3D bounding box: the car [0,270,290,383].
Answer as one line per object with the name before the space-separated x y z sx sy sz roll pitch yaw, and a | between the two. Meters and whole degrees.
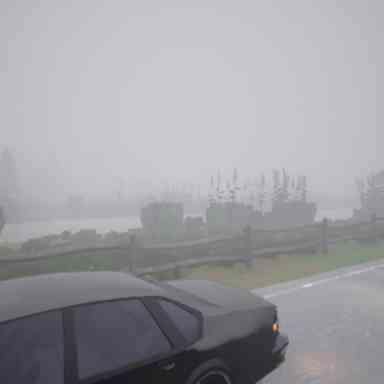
car | -1.431 1.548 2.975 5.357 1.411 2.033 0 0 -36
